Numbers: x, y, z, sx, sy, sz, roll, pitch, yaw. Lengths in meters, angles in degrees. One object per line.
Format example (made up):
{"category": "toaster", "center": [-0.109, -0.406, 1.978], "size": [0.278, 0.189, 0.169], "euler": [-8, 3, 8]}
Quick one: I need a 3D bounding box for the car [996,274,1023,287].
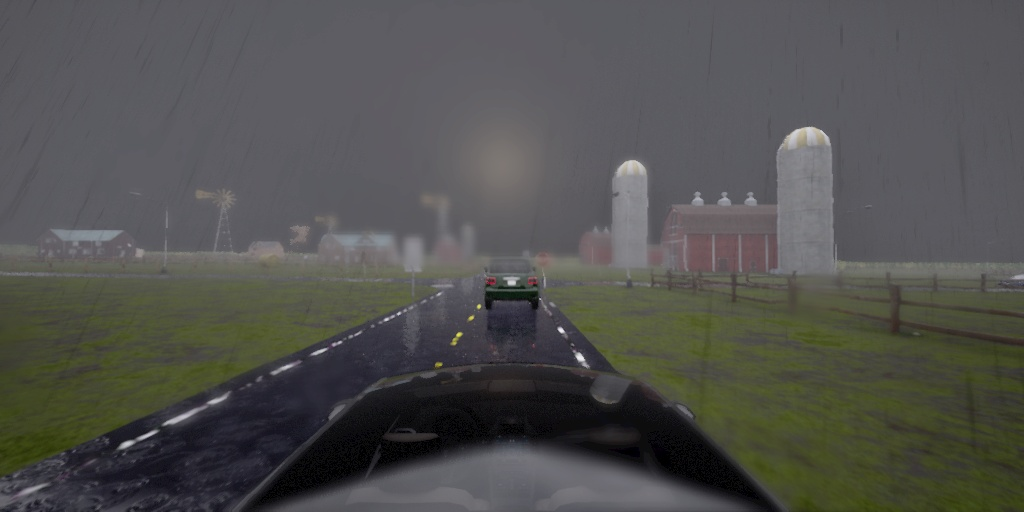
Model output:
{"category": "car", "center": [48.597, 2.390, 33.631], "size": [4.674, 1.442, 1.812], "euler": [1, -1, 0]}

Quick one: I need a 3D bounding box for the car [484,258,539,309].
{"category": "car", "center": [-0.007, 1.101, 15.852], "size": [2.150, 2.045, 5.566], "euler": [0, 0, 0]}
